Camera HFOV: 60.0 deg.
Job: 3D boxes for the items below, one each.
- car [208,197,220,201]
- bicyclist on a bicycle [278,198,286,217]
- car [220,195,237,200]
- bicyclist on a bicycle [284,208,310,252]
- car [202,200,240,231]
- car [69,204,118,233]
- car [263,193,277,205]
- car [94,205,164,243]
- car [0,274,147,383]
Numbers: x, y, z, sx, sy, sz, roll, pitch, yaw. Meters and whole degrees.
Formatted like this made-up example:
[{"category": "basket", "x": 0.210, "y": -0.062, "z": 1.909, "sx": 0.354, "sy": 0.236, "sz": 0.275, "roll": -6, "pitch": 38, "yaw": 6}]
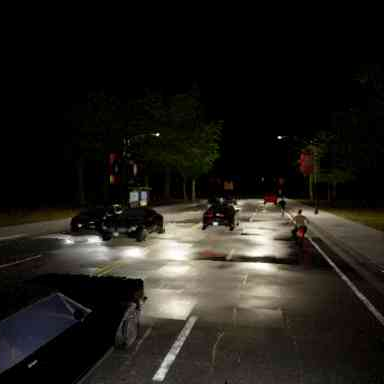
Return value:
[{"category": "car", "x": 4.065, "y": 1.560, "z": 60.718, "sx": 1.994, "sy": 1.385, "sz": 4.181, "roll": 0, "pitch": 0, "yaw": 13}, {"category": "bicyclist on a bicycle", "x": 7.856, "y": 1.366, "z": 29.029, "sx": 0.659, "sy": 1.776, "sz": 1.843, "roll": 0, "pitch": 0, "yaw": 13}, {"category": "car", "x": 6.489, "y": 1.348, "z": 56.773, "sx": 2.097, "sy": 1.767, "sz": 4.553, "roll": 0, "pitch": 0, "yaw": 13}, {"category": "bicyclist on a bicycle", "x": 4.185, "y": 1.434, "z": 12.942, "sx": 0.866, "sy": 1.612, "sz": 1.509, "roll": 0, "pitch": 0, "yaw": 13}, {"category": "car", "x": 1.869, "y": 1.501, "z": 20.921, "sx": 1.837, "sy": 1.490, "sz": 4.892, "roll": 0, "pitch": 0, "yaw": 13}, {"category": "car", "x": -5.287, "y": 1.501, "z": 19.662, "sx": 1.837, "sy": 1.490, "sz": 4.892, "roll": 0, "pitch": 0, "yaw": 13}, {"category": "car", "x": 13.850, "y": 1.213, "z": 58.917, "sx": 2.150, "sy": 2.045, "sz": 5.566, "roll": 0, "pitch": -1, "yaw": 11}, {"category": "car", "x": -2.707, "y": 1.522, "z": 16.352, "sx": 1.812, "sy": 1.442, "sz": 4.674, "roll": 0, "pitch": 0, "yaw": 13}, {"category": "car", "x": -2.091, "y": 1.600, "z": 3.477, "sx": 1.895, "sy": 1.301, "sz": 4.718, "roll": 0, "pitch": 0, "yaw": 13}]
